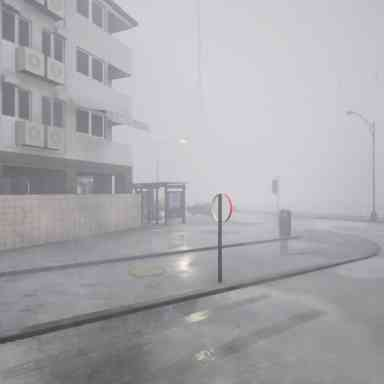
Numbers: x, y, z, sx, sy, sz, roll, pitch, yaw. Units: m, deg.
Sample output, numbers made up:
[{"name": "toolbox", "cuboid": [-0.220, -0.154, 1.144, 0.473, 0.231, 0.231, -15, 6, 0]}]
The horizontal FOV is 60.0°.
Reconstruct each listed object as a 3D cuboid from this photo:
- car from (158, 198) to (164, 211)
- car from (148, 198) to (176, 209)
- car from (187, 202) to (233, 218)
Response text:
[{"name": "car", "cuboid": [-4.080, 1.547, 38.376, 2.033, 1.411, 5.357, 0, 0, -35]}, {"name": "car", "cuboid": [-4.161, 1.564, 45.725, 1.994, 1.385, 4.181, 0, 0, -35]}, {"name": "car", "cuboid": [1.551, 1.601, 30.462, 1.895, 1.301, 4.718, 0, 0, -35]}]
